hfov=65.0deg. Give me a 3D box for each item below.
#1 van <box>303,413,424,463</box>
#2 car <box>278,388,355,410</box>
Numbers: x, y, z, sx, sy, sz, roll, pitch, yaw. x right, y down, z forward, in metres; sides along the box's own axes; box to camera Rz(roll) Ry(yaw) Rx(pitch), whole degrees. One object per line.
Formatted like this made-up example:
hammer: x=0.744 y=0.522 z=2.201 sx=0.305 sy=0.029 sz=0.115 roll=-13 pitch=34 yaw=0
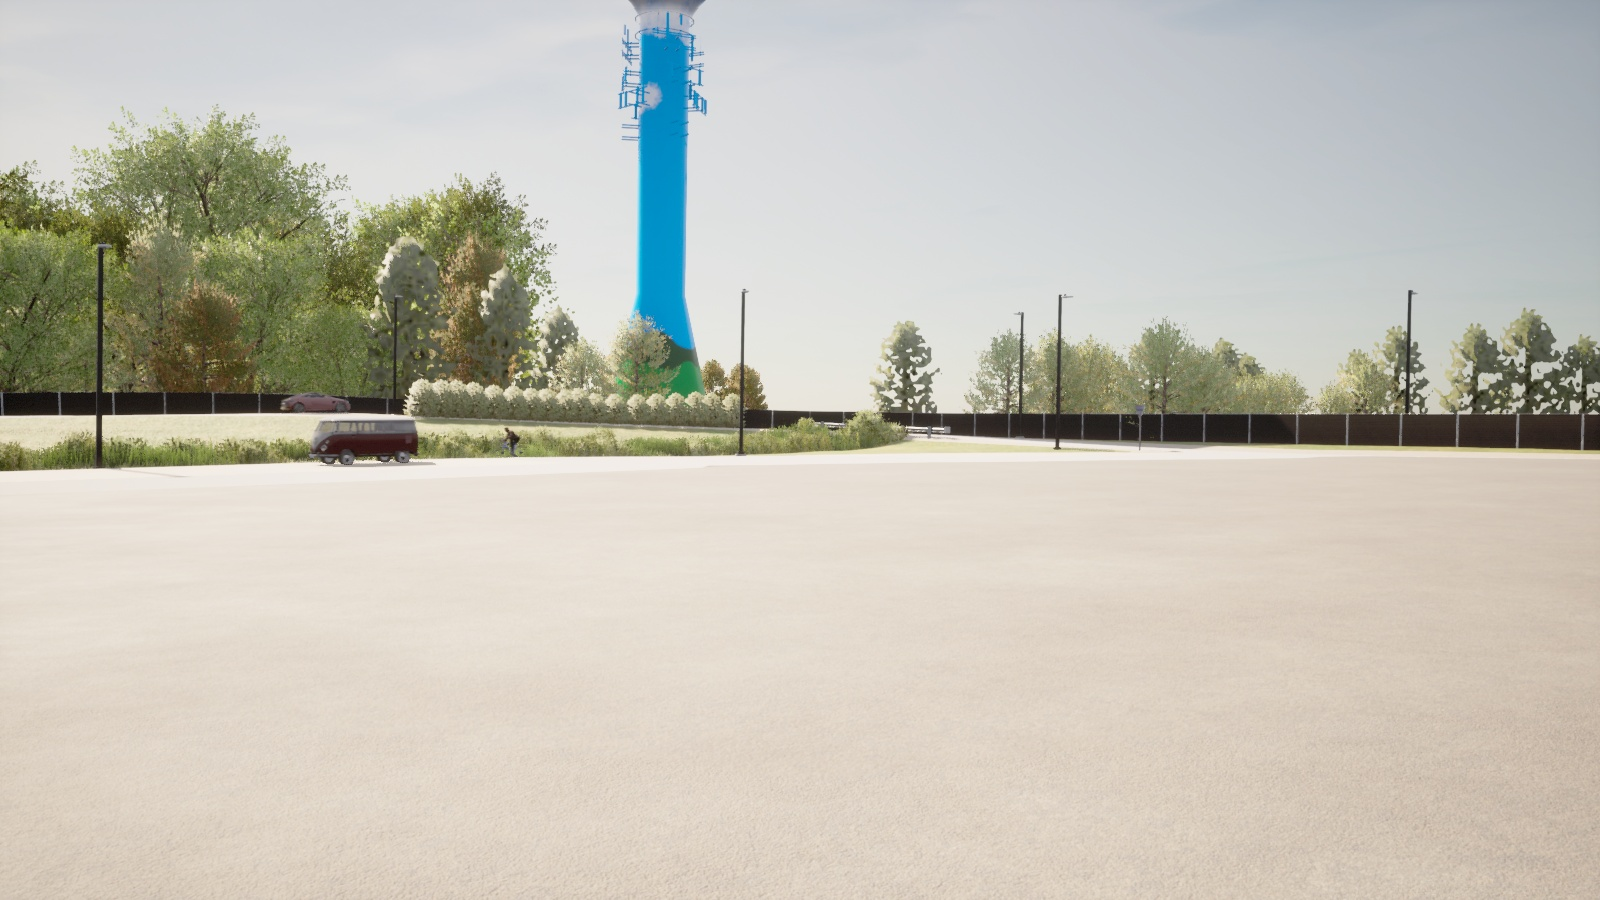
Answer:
van: x=-18.150 y=-0.527 z=52.377 sx=1.775 sy=1.987 sz=4.442 roll=2 pitch=2 yaw=41
car: x=-31.268 y=-3.291 z=81.299 sx=4.181 sy=1.385 sz=1.994 roll=-2 pitch=3 yaw=-40
